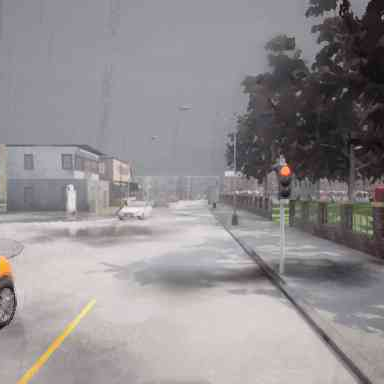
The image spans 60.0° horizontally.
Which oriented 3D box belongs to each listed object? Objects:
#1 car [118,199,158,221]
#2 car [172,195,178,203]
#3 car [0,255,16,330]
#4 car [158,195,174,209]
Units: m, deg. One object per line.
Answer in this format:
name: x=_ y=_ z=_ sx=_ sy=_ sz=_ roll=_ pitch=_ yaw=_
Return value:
car: x=-4.422 y=1.526 z=27.167 sx=1.812 sy=1.442 sz=4.674 roll=0 pitch=0 yaw=8
car: x=-3.946 y=1.351 z=68.655 sx=2.097 sy=1.767 sz=4.553 roll=0 pitch=0 yaw=0
car: x=-4.097 y=1.353 z=3.842 sx=2.097 sy=1.767 sz=4.553 roll=0 pitch=0 yaw=0
car: x=-4.058 y=1.547 z=45.616 sx=2.033 sy=1.411 sz=5.357 roll=0 pitch=0 yaw=0
